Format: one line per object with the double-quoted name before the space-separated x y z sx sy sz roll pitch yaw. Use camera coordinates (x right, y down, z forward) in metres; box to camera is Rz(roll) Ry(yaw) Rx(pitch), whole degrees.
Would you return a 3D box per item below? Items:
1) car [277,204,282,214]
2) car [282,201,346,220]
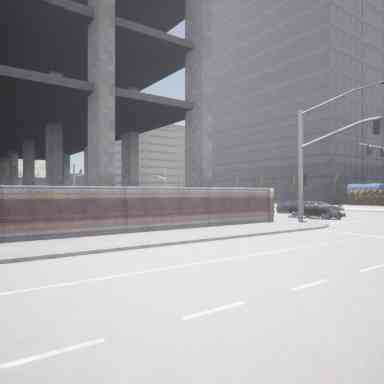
"car" 10.679 1.562 33.769 1.994 1.385 4.181 0 0 -36
"car" 10.434 1.490 27.915 2.128 1.511 4.902 0 0 -34
